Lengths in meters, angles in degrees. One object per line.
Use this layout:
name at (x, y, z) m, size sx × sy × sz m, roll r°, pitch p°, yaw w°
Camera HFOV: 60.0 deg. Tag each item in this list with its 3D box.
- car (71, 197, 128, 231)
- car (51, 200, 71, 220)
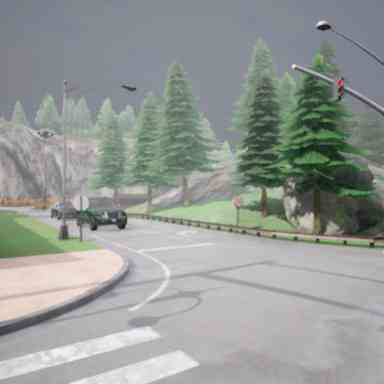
car at (-6.252, 1.400, 22.576) m, size 2.150 × 2.045 × 5.566 m, roll 0°, pitch -1°, yaw -33°
car at (-11.642, 1.582, 30.942) m, size 2.097 × 1.767 × 4.553 m, roll 0°, pitch -1°, yaw -33°
